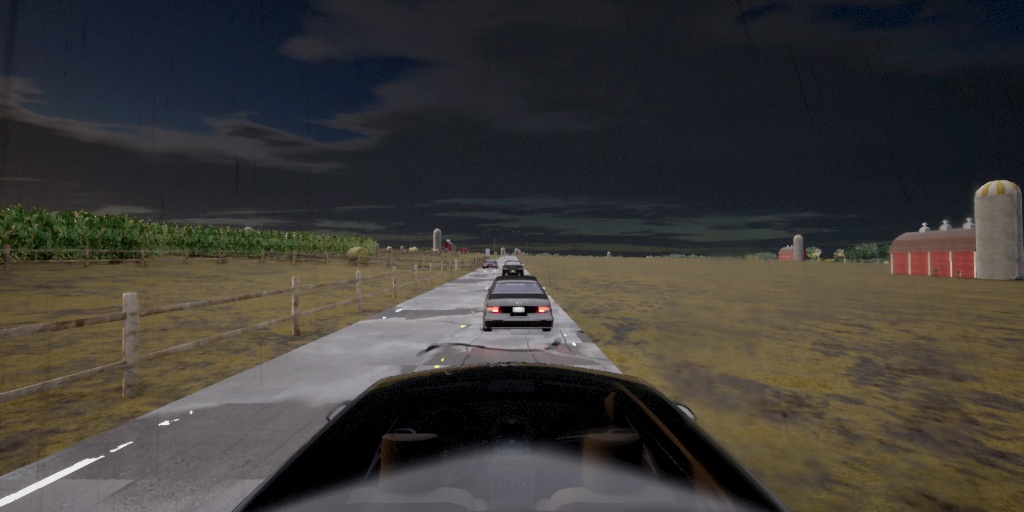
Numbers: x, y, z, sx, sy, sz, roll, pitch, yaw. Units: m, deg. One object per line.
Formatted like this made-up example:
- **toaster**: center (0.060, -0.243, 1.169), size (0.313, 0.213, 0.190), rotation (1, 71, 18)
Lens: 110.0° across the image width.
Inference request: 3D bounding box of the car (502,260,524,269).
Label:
- **car**: center (0.083, 1.130, 33.055), size (1.882, 1.535, 5.008), rotation (0, 0, 0)

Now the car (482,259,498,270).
- **car**: center (-2.860, 1.112, 47.684), size (1.994, 1.385, 4.181), rotation (0, 0, 0)

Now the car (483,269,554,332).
- **car**: center (0.112, 1.289, 10.839), size (2.033, 1.411, 5.357), rotation (0, 0, -1)
